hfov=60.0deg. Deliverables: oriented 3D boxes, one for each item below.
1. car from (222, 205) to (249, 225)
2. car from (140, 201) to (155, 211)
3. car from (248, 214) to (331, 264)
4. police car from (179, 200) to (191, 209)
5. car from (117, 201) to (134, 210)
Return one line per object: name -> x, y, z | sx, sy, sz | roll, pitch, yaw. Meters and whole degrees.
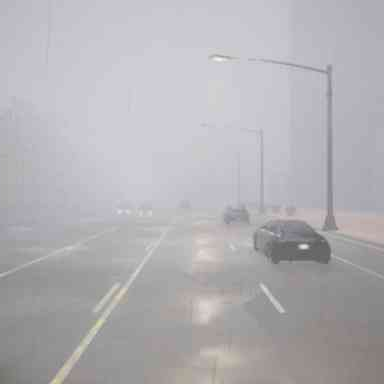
car -> 3.544, 1.812, 27.292 | 2.128, 1.511, 4.902 | 0, -1, 1
car -> -7.046, 2.138, 52.346 | 1.812, 1.442, 4.674 | 0, -1, 1
car -> 3.547, 1.713, 12.508 | 1.994, 1.385, 4.181 | 0, -1, 0
police car -> -1.222, 2.093, 57.005 | 1.930, 1.638, 5.238 | 0, -1, 0
car -> -10.542, 2.183, 52.776 | 1.994, 1.385, 4.181 | 0, -1, 1
